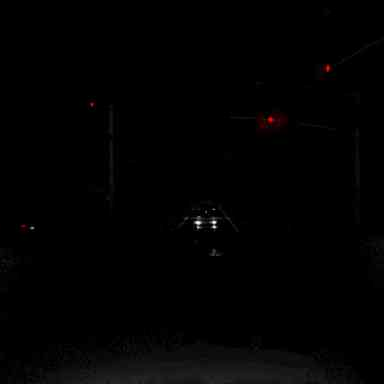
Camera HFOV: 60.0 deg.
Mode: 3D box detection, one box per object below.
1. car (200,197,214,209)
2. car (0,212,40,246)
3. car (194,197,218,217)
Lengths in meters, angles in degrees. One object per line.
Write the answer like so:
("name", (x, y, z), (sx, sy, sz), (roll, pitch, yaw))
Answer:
("car", (2.043, 1.471, 46.192), (1.837, 1.490, 4.892), (0, 0, 3))
("car", (-9.032, 1.564, 14.641), (4.181, 1.385, 1.994), (0, 0, -1))
("car", (1.353, 1.491, 31.549), (1.812, 1.442, 4.674), (0, 0, 3))
